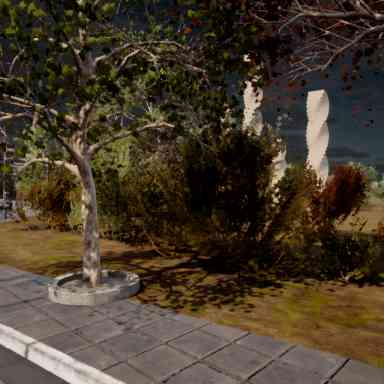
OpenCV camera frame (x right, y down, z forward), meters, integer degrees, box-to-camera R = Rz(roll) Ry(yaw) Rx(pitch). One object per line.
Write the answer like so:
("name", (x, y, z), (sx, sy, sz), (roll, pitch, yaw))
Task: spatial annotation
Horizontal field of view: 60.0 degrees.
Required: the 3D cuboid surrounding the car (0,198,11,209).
("car", (-20.751, 1.328, 36.473), (2.033, 1.411, 5.357), (1, 1, -28))
